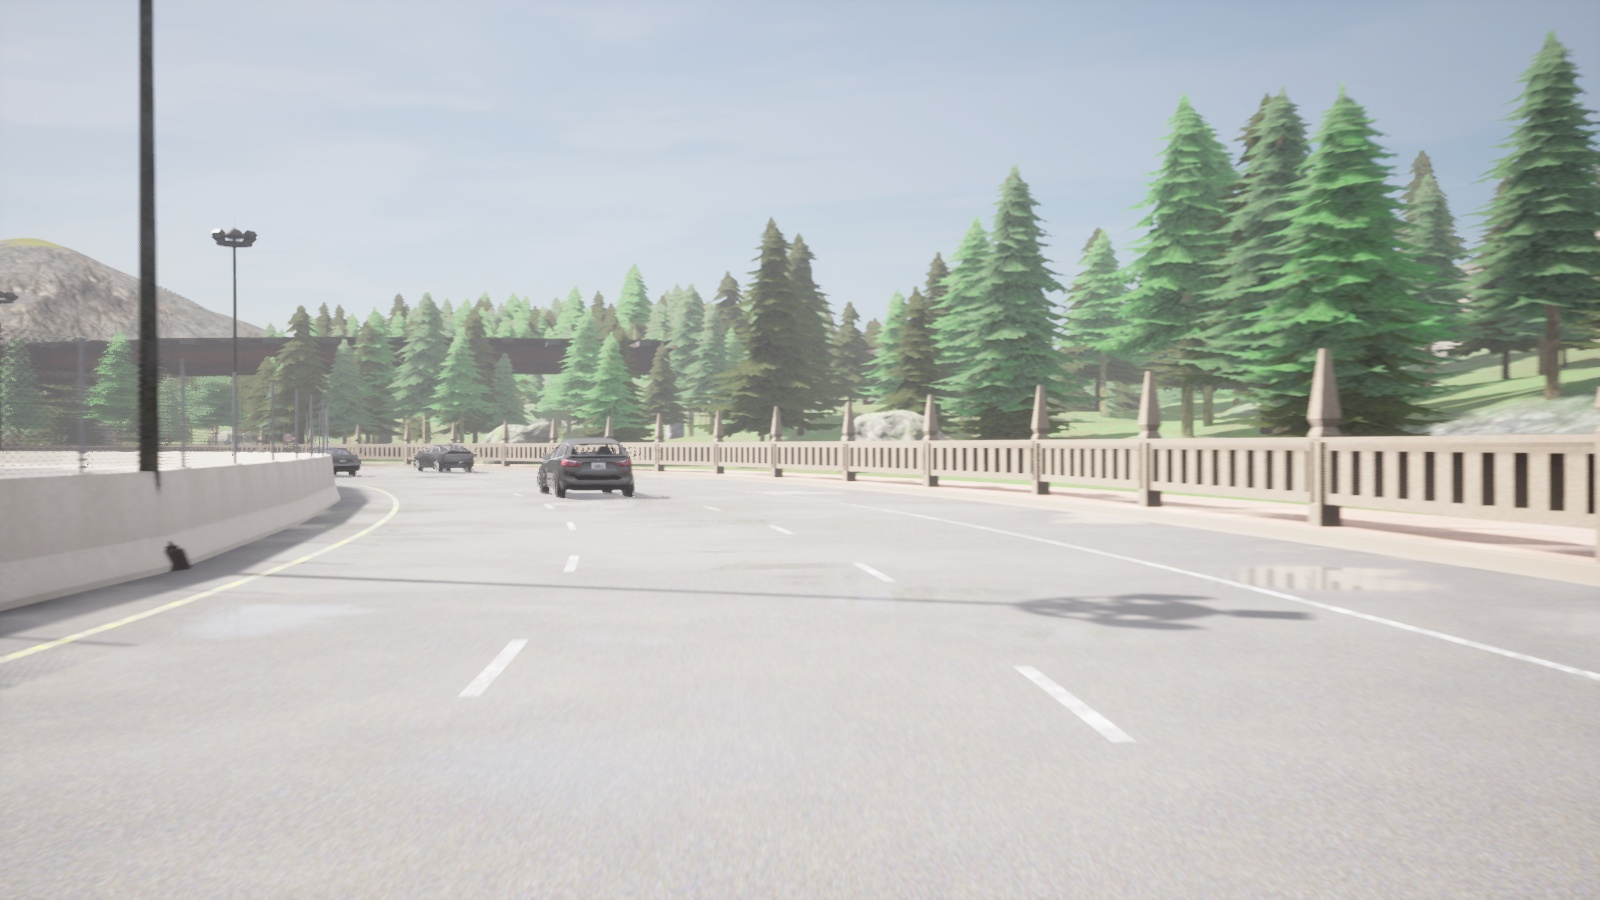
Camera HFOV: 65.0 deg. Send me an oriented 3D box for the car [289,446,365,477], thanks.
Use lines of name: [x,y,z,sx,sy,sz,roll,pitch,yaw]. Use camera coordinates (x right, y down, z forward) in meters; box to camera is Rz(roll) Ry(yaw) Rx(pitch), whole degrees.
car: [-22.825,0.516,60.514,2.033,1.411,5.357,0,0,-37]

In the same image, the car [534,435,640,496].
car: [-6.273,0.404,36.489,2.242,1.667,4.611,0,0,-20]

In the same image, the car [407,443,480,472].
car: [-19.084,0.378,67.117,2.128,1.511,4.902,0,0,-37]
